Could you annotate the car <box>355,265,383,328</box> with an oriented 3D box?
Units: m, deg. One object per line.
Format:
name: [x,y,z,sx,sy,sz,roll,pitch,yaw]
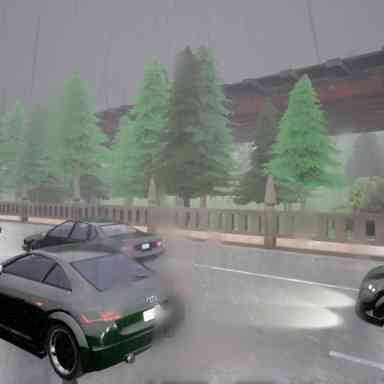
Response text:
car: [4.756,1.564,4.896,4.181,1.385,1.994,0,0,36]

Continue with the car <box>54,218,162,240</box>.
car: [-3.312,1.547,10.671,5.357,1.411,2.033,0,0,36]

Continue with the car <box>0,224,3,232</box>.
car: [-11.461,1.547,16.486,5.357,1.411,2.033,0,0,36]

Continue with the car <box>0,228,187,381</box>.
car: [-2.150,1.564,5.535,4.181,1.385,1.994,0,0,35]
